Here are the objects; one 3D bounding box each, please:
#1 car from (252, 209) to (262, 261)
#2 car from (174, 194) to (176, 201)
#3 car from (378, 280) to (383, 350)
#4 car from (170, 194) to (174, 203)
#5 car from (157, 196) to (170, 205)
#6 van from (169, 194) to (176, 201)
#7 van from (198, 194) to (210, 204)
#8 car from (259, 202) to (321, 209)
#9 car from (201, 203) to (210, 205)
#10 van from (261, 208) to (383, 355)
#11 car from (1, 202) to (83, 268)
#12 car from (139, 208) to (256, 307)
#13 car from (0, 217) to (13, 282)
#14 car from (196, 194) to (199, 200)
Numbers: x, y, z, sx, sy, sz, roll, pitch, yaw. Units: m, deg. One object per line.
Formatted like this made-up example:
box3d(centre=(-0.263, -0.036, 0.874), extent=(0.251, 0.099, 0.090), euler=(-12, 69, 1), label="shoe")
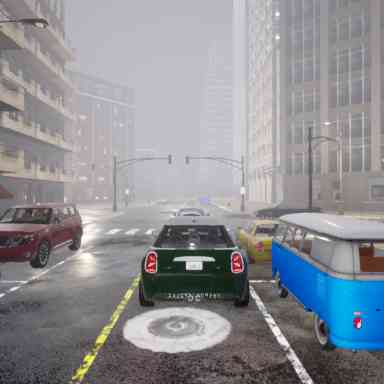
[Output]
box3d(centre=(2.549, 1.531, 11.633), extent=(1.752, 1.417, 4.829), euler=(0, 0, 0), label="car")
box3d(centre=(-5.452, 1.705, 77.101), extent=(1.947, 1.339, 4.313), euler=(0, 0, 0), label="car")
box3d(centre=(2.569, 1.526, 0.563), extent=(1.752, 1.417, 4.829), euler=(0, 0, 0), label="car")
box3d(centre=(-5.441, 1.561, 71.549), extent=(1.967, 1.590, 4.097), euler=(0, 0, 0), label="car")
box3d(centre=(-5.420, 1.613, 60.273), extent=(1.752, 1.417, 4.829), euler=(0, 0, 0), label="car")
box3d(centre=(-5.481, 1.541, 93.757), extent=(1.690, 1.788, 3.998), euler=(0, 0, 0), label="van")
box3d(centre=(2.460, 1.429, 60.458), extent=(1.690, 1.788, 3.998), euler=(0, 0, 0), label="van")
box3d(centre=(7.438, 1.475, 26.120), extent=(5.357, 1.411, 2.033), euler=(0, 0, 0), label="car")
box3d(centre=(-0.031, 1.536, 17.190), extent=(1.812, 1.442, 4.674), euler=(0, 0, 0), label="car")
box3d(centre=(2.561, 1.343, 5.927), extent=(1.690, 1.788, 3.998), euler=(0, 0, 0), label="van")
box3d(centre=(-5.329, 1.320, 11.442), extent=(2.192, 1.841, 5.009), euler=(0, 0, 0), label="car")
box3d(centre=(0.049, 1.355, 8.147), extent=(2.097, 1.767, 4.553), euler=(0, 0, 0), label="car")
box3d(centre=(-5.320, 1.442, 5.906), extent=(1.967, 1.590, 4.097), euler=(0, 0, 0), label="car")
box3d(centre=(2.419, 1.704, 82.667), extent=(1.887, 1.381, 4.507), euler=(0, 0, 0), label="car")
